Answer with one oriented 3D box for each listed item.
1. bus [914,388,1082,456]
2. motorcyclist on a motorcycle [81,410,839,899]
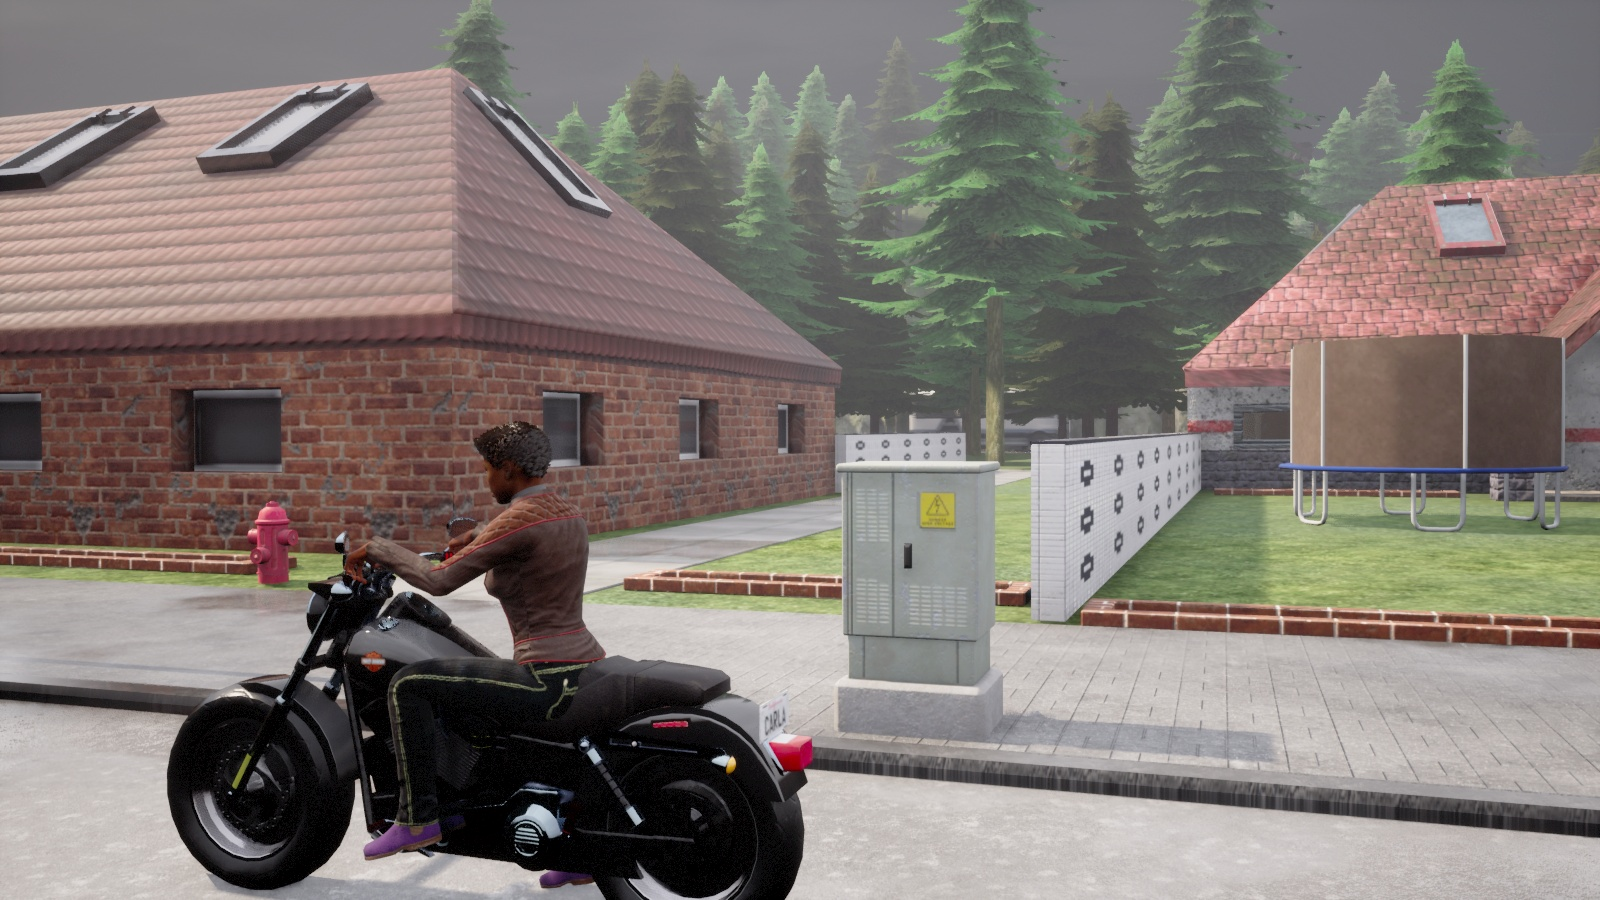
[{"bbox_3d":[12.931,-1.812,81.823,10.273,4.253,3.944,1,1,19],"label":"bus"},{"bbox_3d":[-1.109,0.707,4.093,2.350,1.649,0.766,0,1,19],"label":"motorcyclist on a motorcycle"}]
